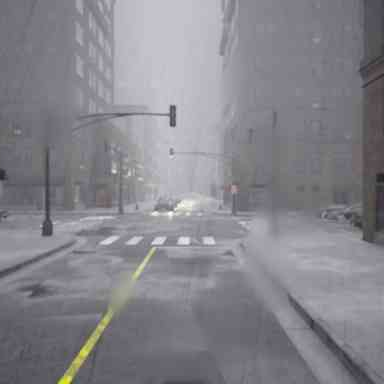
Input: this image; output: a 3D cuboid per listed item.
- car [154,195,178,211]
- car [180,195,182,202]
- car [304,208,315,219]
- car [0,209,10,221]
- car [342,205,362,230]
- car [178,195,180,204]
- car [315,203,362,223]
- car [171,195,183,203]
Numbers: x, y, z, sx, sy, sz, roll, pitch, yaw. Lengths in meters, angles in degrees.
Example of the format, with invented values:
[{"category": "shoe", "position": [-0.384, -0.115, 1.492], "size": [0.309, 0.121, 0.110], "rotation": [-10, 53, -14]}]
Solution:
[{"category": "car", "position": [-3.131, 1.260, 38.966], "size": [2.097, 1.767, 4.553], "rotation": [0, 0, 1]}, {"category": "car", "position": [-2.994, 1.375, 57.835], "size": [1.812, 1.442, 4.674], "rotation": [0, 0, 0]}, {"category": "car", "position": [11.662, 1.640, 28.048], "size": [4.206, 1.307, 1.802], "rotation": [1, 0, 0]}, {"category": "car", "position": [-15.048, 1.440, 22.465], "size": [4.718, 1.301, 1.895], "rotation": [1, 0, -2]}, {"category": "car", "position": [11.627, 1.672, 19.523], "size": [4.403, 1.369, 2.008], "rotation": [1, 0, 0]}, {"category": "car", "position": [-3.069, 1.407, 47.959], "size": [1.812, 1.442, 4.674], "rotation": [0, 0, 0]}, {"category": "car", "position": [12.490, 1.578, 25.466], "size": [4.902, 1.511, 2.128], "rotation": [1, 0, 0]}, {"category": "car", "position": [-2.993, 1.315, 67.915], "size": [2.128, 1.511, 4.902], "rotation": [0, 0, 0]}]
